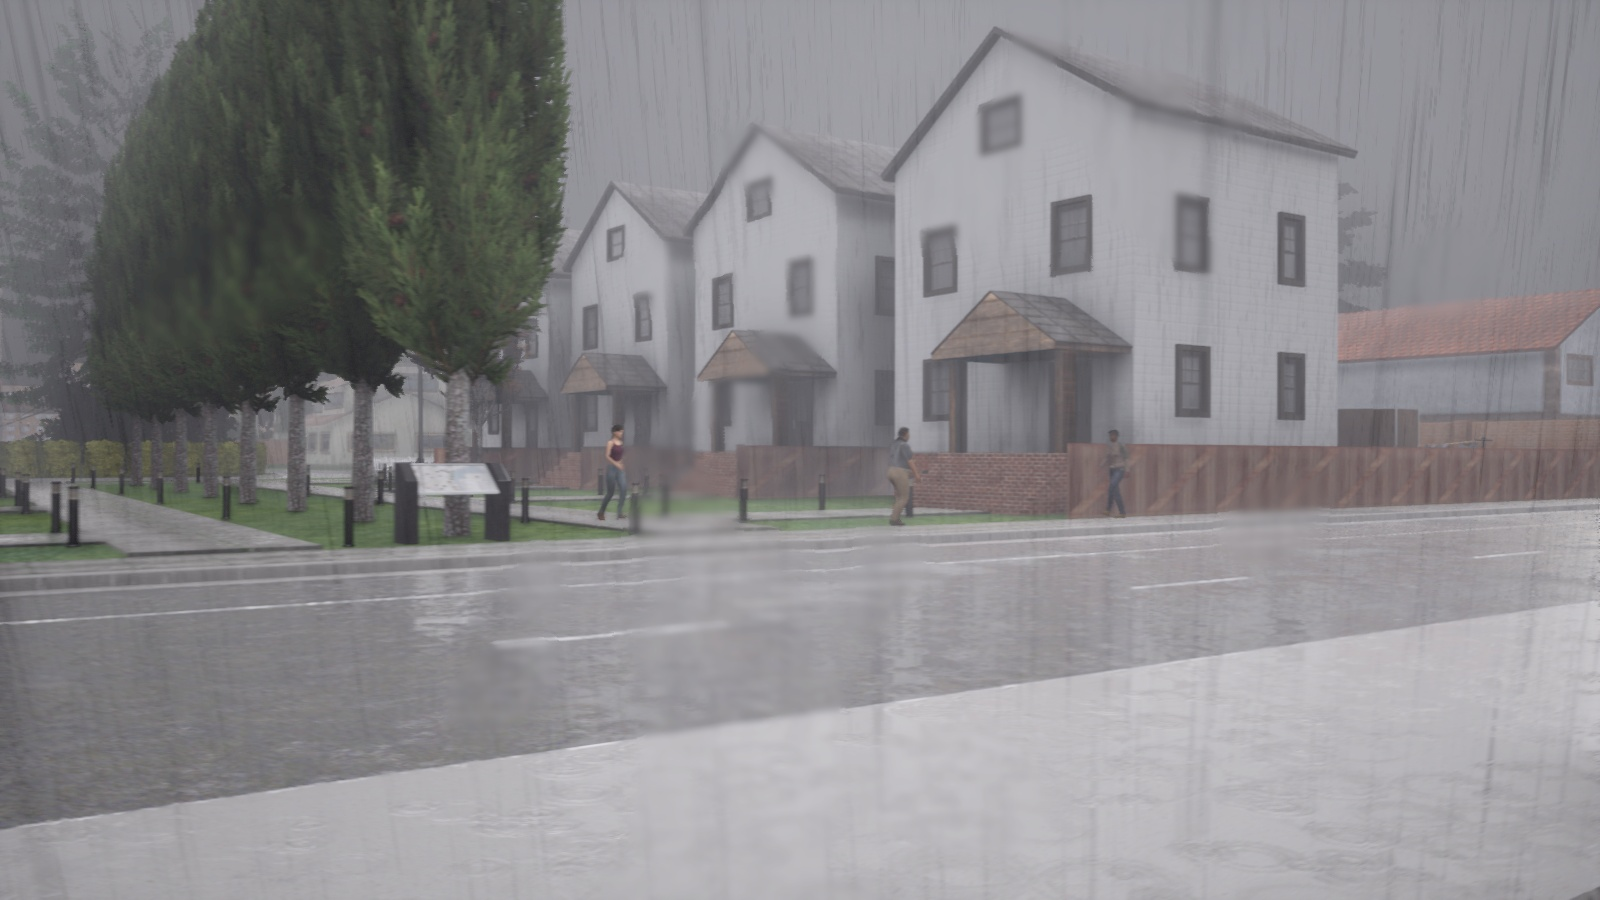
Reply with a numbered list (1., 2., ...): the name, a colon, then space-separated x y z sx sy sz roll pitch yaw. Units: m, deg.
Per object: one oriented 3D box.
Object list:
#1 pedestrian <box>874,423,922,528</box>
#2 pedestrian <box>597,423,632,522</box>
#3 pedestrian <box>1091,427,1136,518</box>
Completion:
1. pedestrian: 1.762 0.451 22.616 0.694 1.848 0.540 0 0 -25
2. pedestrian: -3.498 0.415 23.679 0.594 1.836 0.345 0 0 40
3. pedestrian: 6.350 0.449 25.437 0.869 1.805 0.328 0 0 -28
